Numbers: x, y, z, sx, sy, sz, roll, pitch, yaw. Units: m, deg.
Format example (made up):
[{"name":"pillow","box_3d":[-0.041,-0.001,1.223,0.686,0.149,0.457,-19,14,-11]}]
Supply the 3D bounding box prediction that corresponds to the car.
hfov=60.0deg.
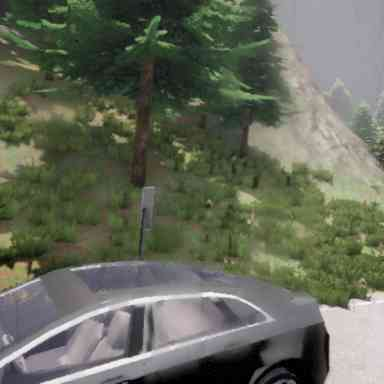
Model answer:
[{"name":"car","box_3d":[-0.909,1.464,2.896,4.902,1.511,2.128,1,0,-30]}]
